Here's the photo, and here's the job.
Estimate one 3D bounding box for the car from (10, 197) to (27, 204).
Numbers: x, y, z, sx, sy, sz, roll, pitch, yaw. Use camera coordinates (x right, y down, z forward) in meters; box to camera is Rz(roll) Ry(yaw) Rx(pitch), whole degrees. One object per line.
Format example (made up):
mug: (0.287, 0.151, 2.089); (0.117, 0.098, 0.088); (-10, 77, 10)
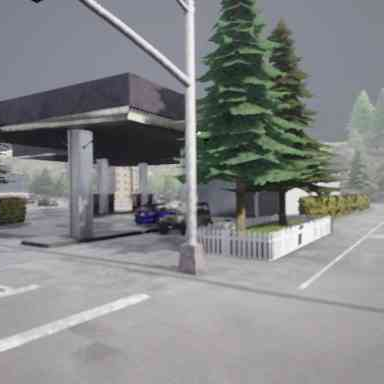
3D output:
car: (-40.593, 2.045, 76.582); (3.866, 1.878, 1.905); (-1, 0, 34)

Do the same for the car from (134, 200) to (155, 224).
car: (-2.538, 1.775, 27.050); (2.242, 1.667, 4.611); (-1, 0, 34)

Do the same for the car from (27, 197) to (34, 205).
car: (-39.309, 2.068, 79.221); (4.605, 1.855, 1.932); (-1, 0, 34)

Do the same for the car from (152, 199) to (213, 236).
car: (-0.273, 1.545, 20.288); (1.905, 1.878, 3.866); (-1, 0, 34)

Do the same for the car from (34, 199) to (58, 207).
car: (-27.538, 2.059, 63.577); (4.514, 1.523, 2.007); (-1, 0, 34)

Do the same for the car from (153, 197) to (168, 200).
car: (-8.925, 1.986, 77.362); (5.027, 1.636, 2.152); (-1, 0, 34)
